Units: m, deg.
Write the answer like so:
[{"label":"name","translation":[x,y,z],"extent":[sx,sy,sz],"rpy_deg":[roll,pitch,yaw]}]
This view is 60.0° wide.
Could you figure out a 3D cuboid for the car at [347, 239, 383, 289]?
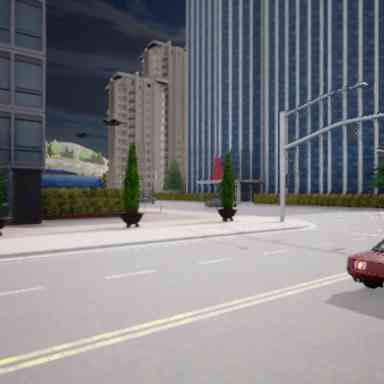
[{"label":"car","translation":[5.822,1.616,7.947],"extent":[4.718,1.301,1.895],"rpy_deg":[0,0,-35]}]

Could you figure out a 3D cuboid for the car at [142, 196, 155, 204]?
[{"label":"car","translation":[-8.863,1.565,64.210],"extent":[1.837,1.490,4.892],"rpy_deg":[0,0,-36]}]

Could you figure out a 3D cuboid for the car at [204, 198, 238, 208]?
[{"label":"car","translation":[3.933,1.597,46.349],"extent":[2.033,1.411,5.357],"rpy_deg":[0,0,-36]}]
